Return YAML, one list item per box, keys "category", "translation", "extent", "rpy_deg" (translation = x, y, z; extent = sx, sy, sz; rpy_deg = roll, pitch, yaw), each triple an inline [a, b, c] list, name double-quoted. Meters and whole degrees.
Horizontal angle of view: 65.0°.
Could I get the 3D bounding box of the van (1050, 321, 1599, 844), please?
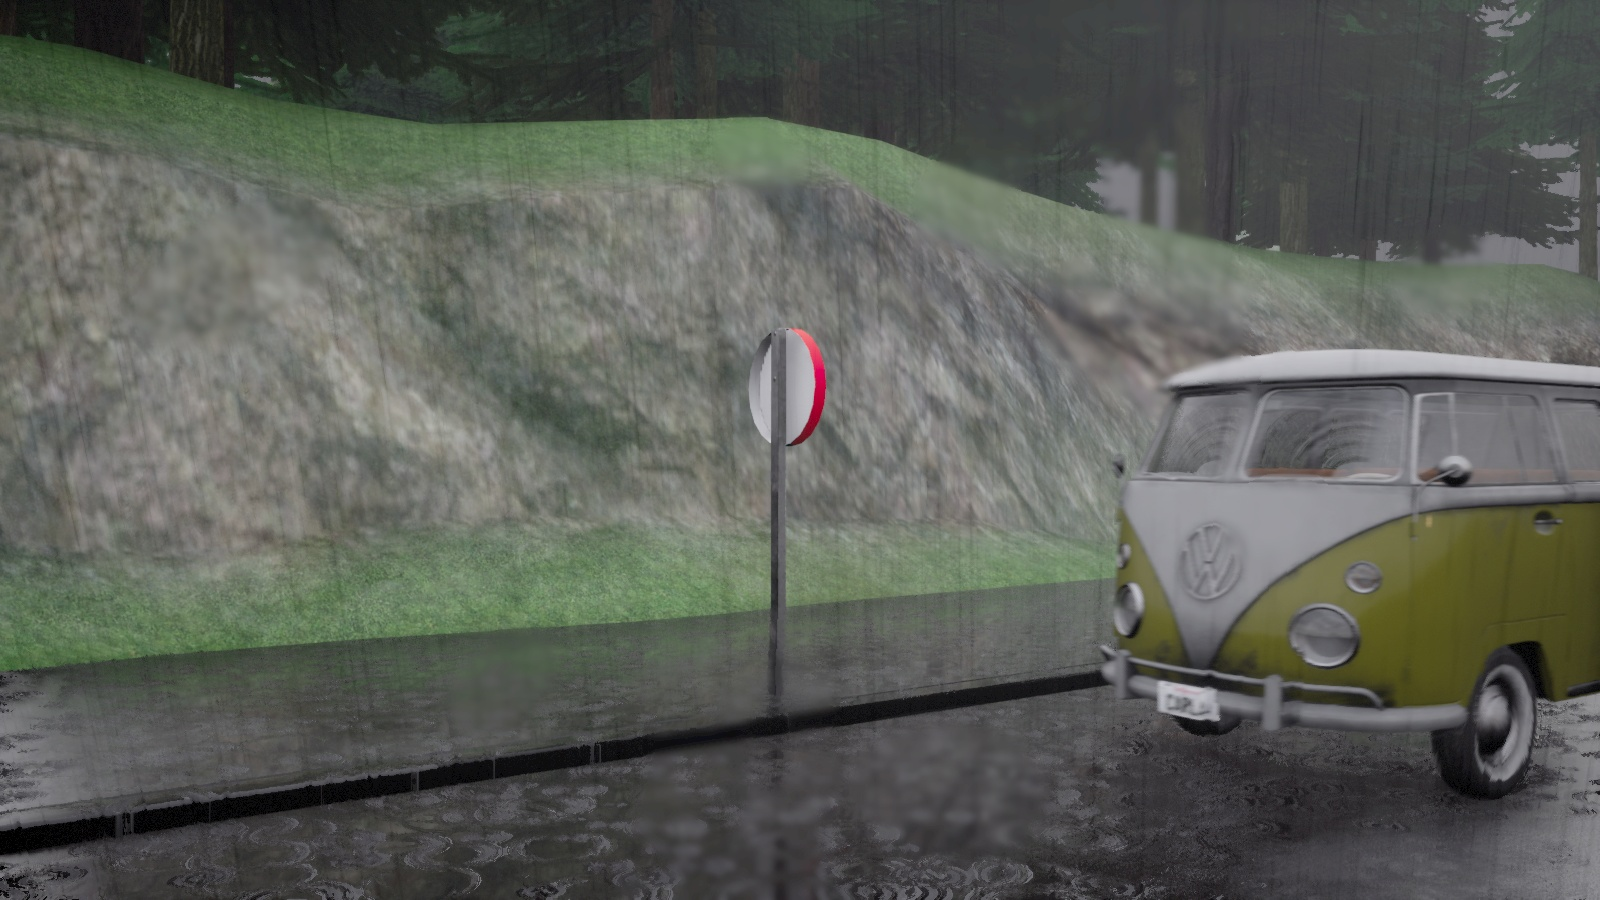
- category: "van"
  translation: [3.587, 0.506, 6.749]
  extent: [4.442, 1.987, 1.775]
  rpy_deg: [0, 0, -34]
